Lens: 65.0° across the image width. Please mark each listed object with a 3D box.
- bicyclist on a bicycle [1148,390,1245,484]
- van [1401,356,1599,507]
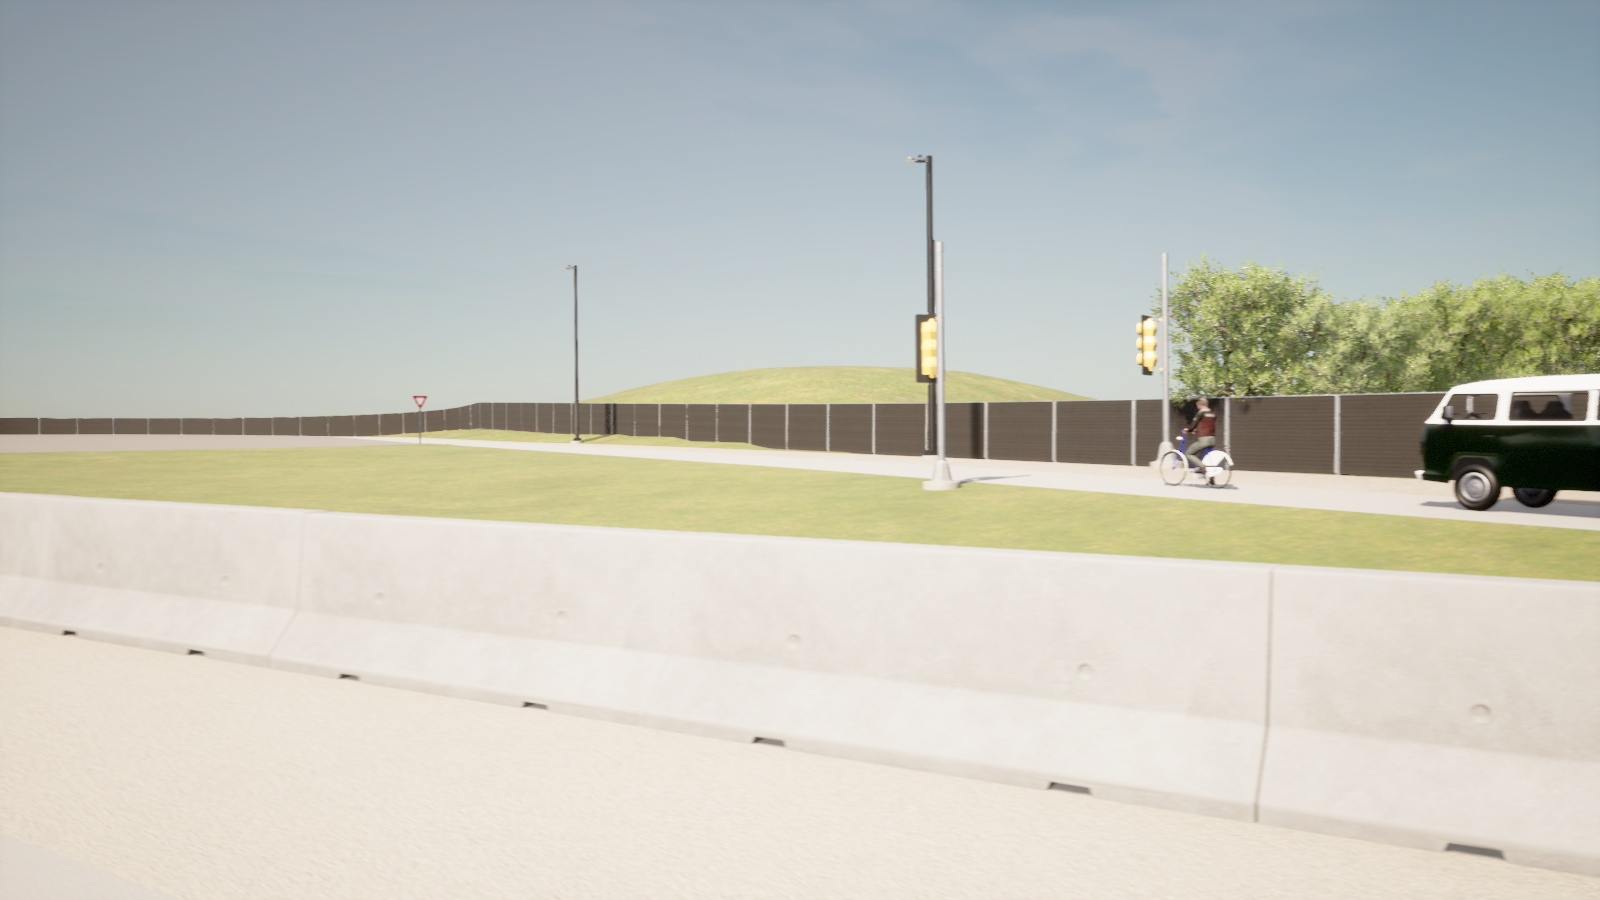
[{"bbox_3d":[7.734,-0.267,24.573,0.659,1.776,1.843,-2,2,-29],"label":"bicyclist on a bicycle"},{"bbox_3d":[11.375,-0.288,18.127,2.069,2.038,4.480,-2,2,-30],"label":"van"}]
